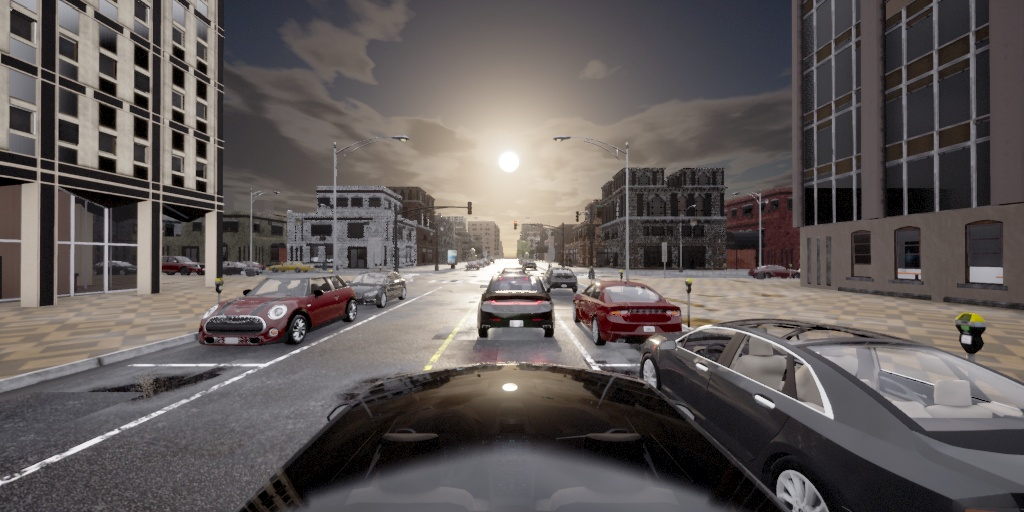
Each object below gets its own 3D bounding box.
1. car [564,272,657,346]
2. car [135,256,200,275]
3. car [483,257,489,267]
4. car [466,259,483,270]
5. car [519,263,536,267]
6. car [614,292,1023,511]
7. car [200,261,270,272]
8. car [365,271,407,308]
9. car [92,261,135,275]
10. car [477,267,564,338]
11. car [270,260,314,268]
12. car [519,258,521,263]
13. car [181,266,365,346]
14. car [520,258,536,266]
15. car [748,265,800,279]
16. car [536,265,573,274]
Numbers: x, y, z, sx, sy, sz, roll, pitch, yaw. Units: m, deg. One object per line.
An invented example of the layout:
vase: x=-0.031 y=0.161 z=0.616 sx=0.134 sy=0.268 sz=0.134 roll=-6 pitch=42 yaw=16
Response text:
car: x=2.686 y=1.297 z=9.259 sx=1.888 sy=1.381 sz=4.507 roll=0 pitch=0 yaw=0
car: x=-30.968 y=0.922 z=33.114 sx=5.009 sy=1.841 sz=2.192 roll=0 pitch=0 yaw=1
car: x=-5.722 y=1.317 z=64.085 sx=2.007 sy=1.370 sz=4.403 roll=0 pitch=0 yaw=0
car: x=-5.716 y=1.345 z=53.042 sx=1.802 sy=1.307 sz=4.207 roll=0 pitch=0 yaw=0
car: x=0.090 y=1.319 z=20.590 sx=1.994 sy=1.385 sz=4.181 roll=0 pitch=0 yaw=0
car: x=2.689 y=1.301 z=3.567 sx=2.007 sy=1.370 sz=4.403 roll=0 pitch=0 yaw=0
car: x=-25.431 y=1.181 z=33.032 sx=4.403 sy=1.370 sz=2.007 roll=0 pitch=0 yaw=1
car: x=-5.697 y=1.304 z=14.964 sx=2.007 sy=1.370 sz=4.403 roll=0 pitch=0 yaw=0
car: x=-36.504 y=1.135 z=33.196 sx=4.403 sy=1.370 sz=2.007 roll=0 pitch=0 yaw=1
car: x=0.097 y=1.244 z=10.166 sx=2.128 sy=1.511 sz=4.902 roll=0 pitch=0 yaw=0
car: x=-25.474 y=1.203 z=41.414 sx=4.829 sy=1.417 sz=1.751 roll=0 pitch=0 yaw=1
car: x=2.659 y=1.349 z=64.075 sx=1.802 sy=1.307 sz=4.207 roll=0 pitch=0 yaw=0
car: x=-5.694 y=1.191 z=9.271 sx=1.967 sy=1.591 sz=4.097 roll=0 pitch=0 yaw=0
car: x=2.664 y=1.329 z=53.033 sx=1.948 sy=1.339 sz=4.313 roll=0 pitch=0 yaw=0
car: x=23.627 y=1.437 z=32.266 sx=4.207 sy=1.307 sz=1.802 roll=0 pitch=0 yaw=1
car: x=2.681 y=1.305 z=20.643 sx=2.007 sy=1.370 sz=4.403 roll=0 pitch=0 yaw=0
